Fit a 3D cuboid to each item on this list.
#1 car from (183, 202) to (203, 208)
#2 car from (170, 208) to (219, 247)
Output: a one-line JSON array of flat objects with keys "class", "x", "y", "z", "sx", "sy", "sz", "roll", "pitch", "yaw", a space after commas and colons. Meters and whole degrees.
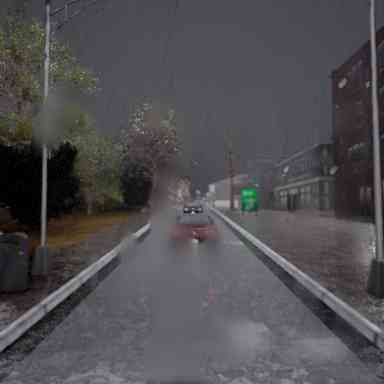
[{"class": "car", "x": 0.096, "y": 1.619, "z": 32.596, "sx": 1.895, "sy": 1.301, "sz": 4.718, "roll": 0, "pitch": 0, "yaw": 0}, {"class": "car", "x": 0.093, "y": 1.610, "z": 14.935, "sx": 1.895, "sy": 1.301, "sz": 4.718, "roll": 0, "pitch": 0, "yaw": 0}]
